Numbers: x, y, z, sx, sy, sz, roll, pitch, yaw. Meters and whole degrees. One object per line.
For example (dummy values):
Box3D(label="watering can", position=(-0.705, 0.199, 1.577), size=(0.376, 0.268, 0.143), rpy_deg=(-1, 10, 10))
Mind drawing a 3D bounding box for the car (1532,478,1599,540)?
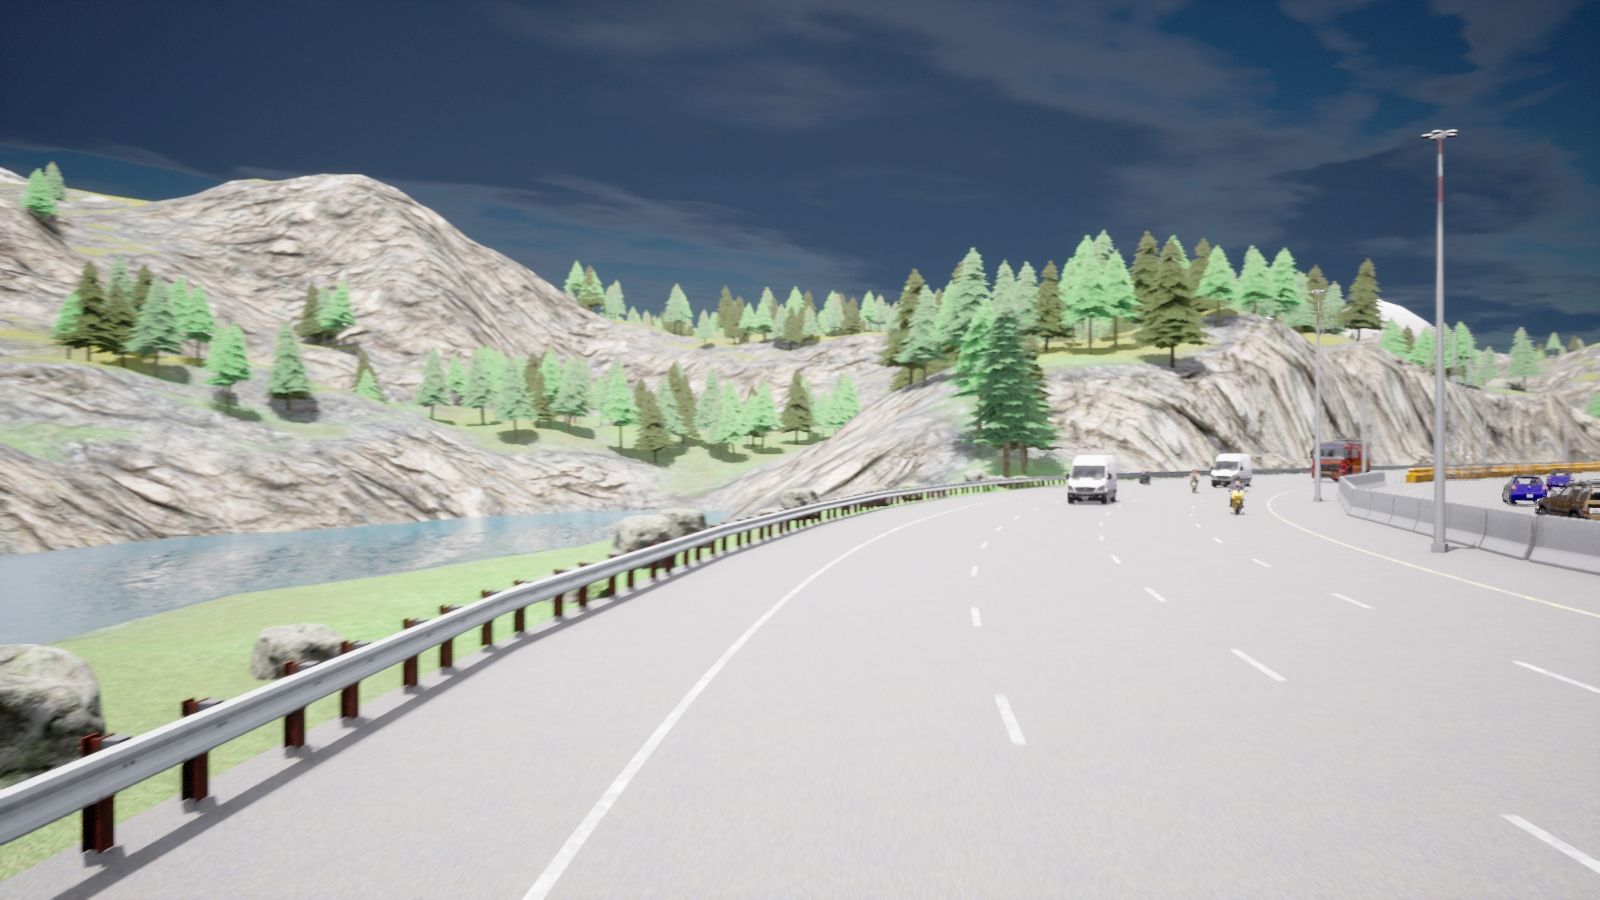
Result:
Box3D(label="car", position=(26.478, 1.915, 38.345), size=(1.932, 1.855, 4.605), rpy_deg=(0, 0, 15))

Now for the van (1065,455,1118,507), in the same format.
Box3D(label="van", position=(15.462, 1.564, 60.358), size=(1.988, 2.561, 5.915), rpy_deg=(0, 0, 22))

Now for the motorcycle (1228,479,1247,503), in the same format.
Box3D(label="motorcycle", position=(24.398, 2.252, 63.648), size=(0.867, 1.251, 2.209), rpy_deg=(0, 0, 24))

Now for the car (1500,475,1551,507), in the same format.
Box3D(label="car", position=(37.938, 2.111, 59.819), size=(1.845, 1.501, 3.633), rpy_deg=(0, 0, 25))

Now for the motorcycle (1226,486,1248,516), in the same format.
Box3D(label="motorcycle", position=(19.010, 2.213, 49.738), size=(0.803, 1.217, 2.033), rpy_deg=(1, 0, 19))
